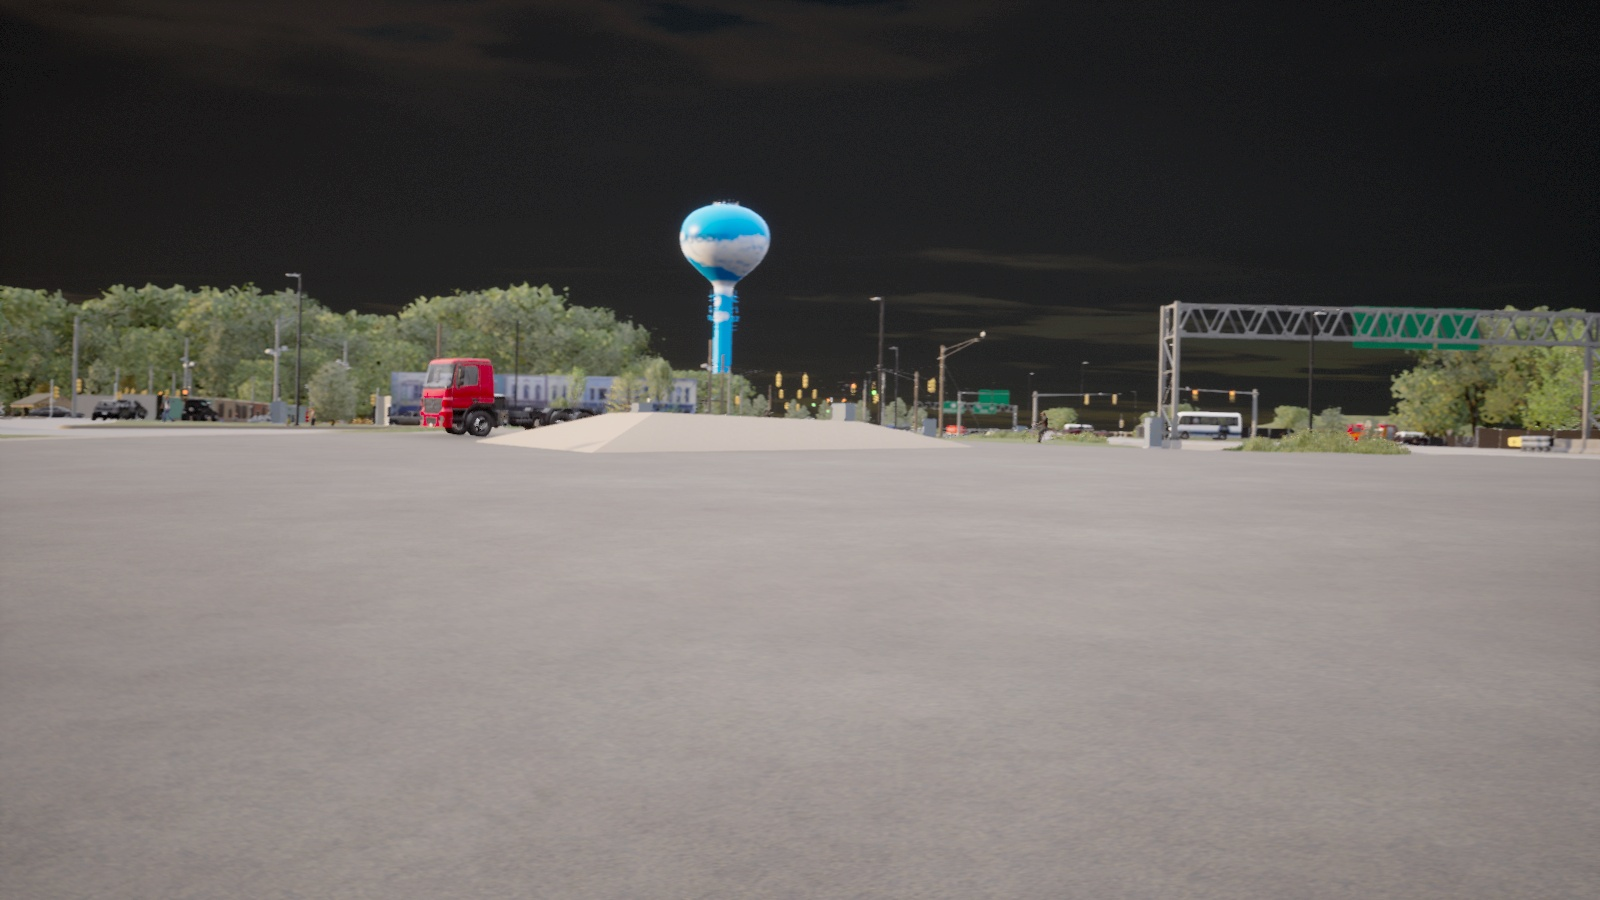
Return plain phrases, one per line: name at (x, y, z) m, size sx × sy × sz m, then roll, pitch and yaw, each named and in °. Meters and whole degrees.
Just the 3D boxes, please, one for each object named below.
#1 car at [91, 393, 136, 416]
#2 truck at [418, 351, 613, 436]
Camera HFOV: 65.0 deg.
car at (-47.311, -3.100, 86.601) m, size 1.816 × 1.474 × 4.193 m, roll 2°, pitch 1°, yaw -16°
truck at (-12.647, -2.451, 56.269) m, size 7.936 × 3.462 × 2.891 m, roll 0°, pitch 2°, yaw -38°
